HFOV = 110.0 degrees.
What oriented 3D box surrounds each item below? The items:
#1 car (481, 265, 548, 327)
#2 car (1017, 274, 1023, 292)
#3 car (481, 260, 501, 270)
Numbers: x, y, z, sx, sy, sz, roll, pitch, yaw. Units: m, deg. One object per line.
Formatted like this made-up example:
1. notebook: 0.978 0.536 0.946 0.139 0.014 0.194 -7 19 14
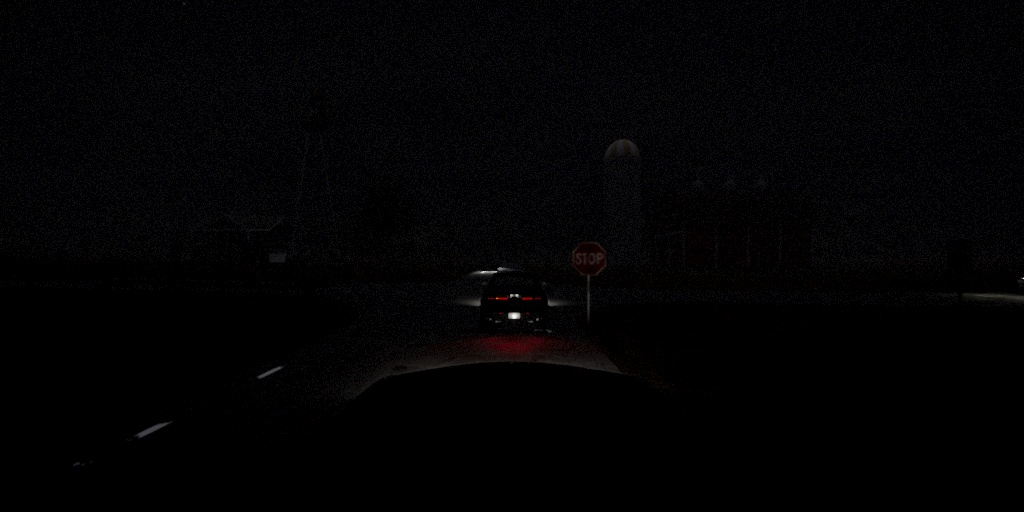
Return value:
1. car: 0.071 1.230 11.409 1.837 1.490 4.892 0 0 0
2. car: 33.921 1.338 21.305 5.566 2.045 2.150 0 0 0
3. car: -2.843 1.281 45.938 1.994 1.385 4.181 0 0 0
